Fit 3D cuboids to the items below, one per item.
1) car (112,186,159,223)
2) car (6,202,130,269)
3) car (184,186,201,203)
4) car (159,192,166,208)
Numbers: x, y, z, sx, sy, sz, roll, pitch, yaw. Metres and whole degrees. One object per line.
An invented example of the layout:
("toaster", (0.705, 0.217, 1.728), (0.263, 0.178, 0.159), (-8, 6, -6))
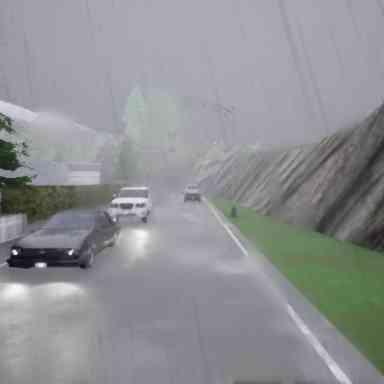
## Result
("car", (-3.591, 0.688, 20.910), (2.150, 2.045, 5.566), (0, 2, 0))
("car", (-3.597, 1.290, 10.566), (2.033, 1.411, 5.357), (0, 2, 0))
("car", (0.074, 0.453, 39.210), (1.882, 1.535, 5.008), (0, 2, 0))
("car", (-3.556, 0.729, 31.562), (2.033, 1.411, 5.357), (0, 2, 0))
